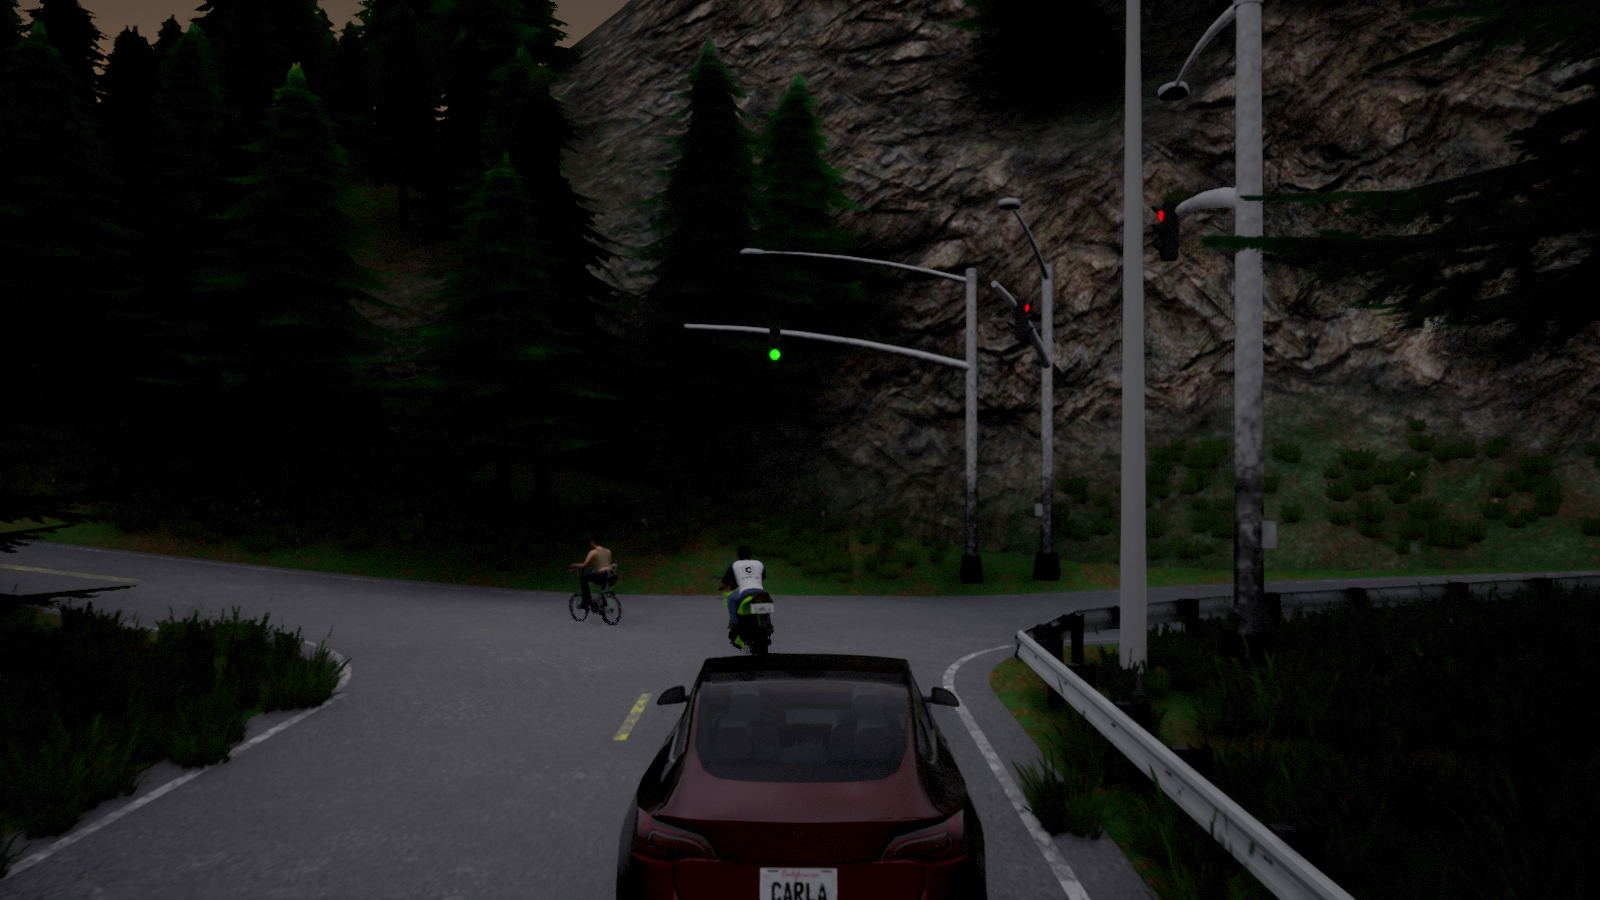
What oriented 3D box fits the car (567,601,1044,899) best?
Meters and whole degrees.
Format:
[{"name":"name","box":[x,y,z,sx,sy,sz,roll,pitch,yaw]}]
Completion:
[{"name":"car","box":[0.072,2.065,7.583,2.163,1.488,4.792,0,0,1]}]

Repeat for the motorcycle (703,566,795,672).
[{"name":"motorcycle","box":[-0.723,2.233,15.426,0.803,1.145,2.033,-1,-1,-15]}]
